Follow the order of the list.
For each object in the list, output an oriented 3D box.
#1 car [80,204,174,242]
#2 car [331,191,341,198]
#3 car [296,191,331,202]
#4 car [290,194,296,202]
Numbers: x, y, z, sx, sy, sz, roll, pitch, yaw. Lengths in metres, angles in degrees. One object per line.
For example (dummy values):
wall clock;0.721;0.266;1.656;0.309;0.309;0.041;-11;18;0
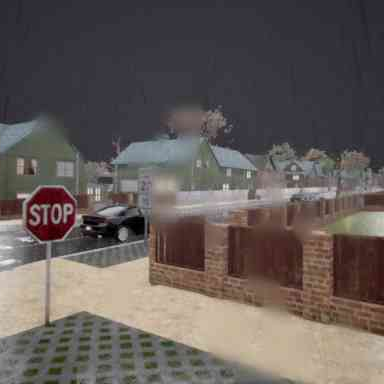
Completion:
car;-2.802;1.288;15.600;1.882;1.535;5.008;2;2;35
car;20.387;0.617;48.443;1.812;1.442;4.674;2;2;35
car;14.898;0.813;40.577;2.033;1.411;5.357;2;2;35
car;15.254;0.648;45.942;2.033;1.411;5.357;2;2;35
